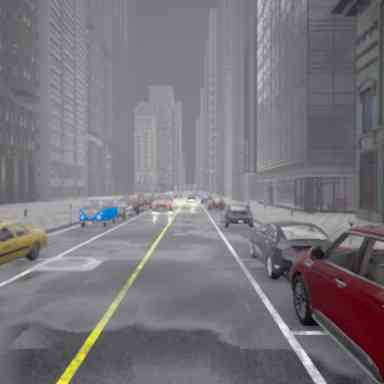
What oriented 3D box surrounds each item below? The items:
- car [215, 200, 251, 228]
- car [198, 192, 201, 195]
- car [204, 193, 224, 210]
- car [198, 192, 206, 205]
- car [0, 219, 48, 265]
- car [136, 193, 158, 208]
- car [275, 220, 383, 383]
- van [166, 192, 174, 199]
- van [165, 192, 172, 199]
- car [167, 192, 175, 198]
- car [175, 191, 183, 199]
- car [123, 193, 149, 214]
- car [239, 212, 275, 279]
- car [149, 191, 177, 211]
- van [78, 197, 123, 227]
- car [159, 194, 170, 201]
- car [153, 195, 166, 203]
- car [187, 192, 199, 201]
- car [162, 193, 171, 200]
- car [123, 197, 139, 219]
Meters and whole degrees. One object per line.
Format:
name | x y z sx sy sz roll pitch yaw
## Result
car | 2.744 1.411 20.887 2.008 1.369 4.403 0 0 0
car | 2.710 1.125 66.010 1.887 1.381 4.507 0 0 0
car | 2.730 1.194 37.806 1.967 1.590 4.097 0 0 0
car | 2.312 1.195 51.473 1.812 1.442 4.674 0 0 0
car | -5.773 1.461 9.422 1.752 1.417 4.829 0 0 0
car | -5.800 1.035 43.435 2.192 1.841 5.009 0 0 0
car | 2.755 1.287 3.964 2.192 1.841 5.009 0 0 0
van | -5.833 0.783 88.560 1.690 1.788 3.998 0 0 0
van | -5.829 0.818 82.919 1.690 1.788 3.998 0 0 0
car | -5.837 0.847 94.201 1.967 1.590 4.097 0 0 0
car | -3.058 0.780 77.138 1.837 1.490 4.892 0 0 0
car | -5.791 1.104 32.153 2.192 1.841 5.009 0 0 0
car | 2.752 1.485 9.606 2.008 1.369 4.403 0 0 0
car | -3.122 1.117 36.008 2.097 1.767 4.553 0 0 0
van | -5.782 1.201 20.873 1.690 1.788 3.998 0 0 0
car | -5.820 1.097 71.639 2.008 1.369 4.403 0 0 0
car | -5.811 1.181 60.358 1.947 1.339 4.313 0 0 0
car | -0.052 1.099 69.394 1.895 1.301 4.718 0 0 0
car | -5.824 1.038 77.110 1.752 1.417 4.829 0 0 0
car | -5.786 1.375 26.514 2.008 1.369 4.403 0 0 0
